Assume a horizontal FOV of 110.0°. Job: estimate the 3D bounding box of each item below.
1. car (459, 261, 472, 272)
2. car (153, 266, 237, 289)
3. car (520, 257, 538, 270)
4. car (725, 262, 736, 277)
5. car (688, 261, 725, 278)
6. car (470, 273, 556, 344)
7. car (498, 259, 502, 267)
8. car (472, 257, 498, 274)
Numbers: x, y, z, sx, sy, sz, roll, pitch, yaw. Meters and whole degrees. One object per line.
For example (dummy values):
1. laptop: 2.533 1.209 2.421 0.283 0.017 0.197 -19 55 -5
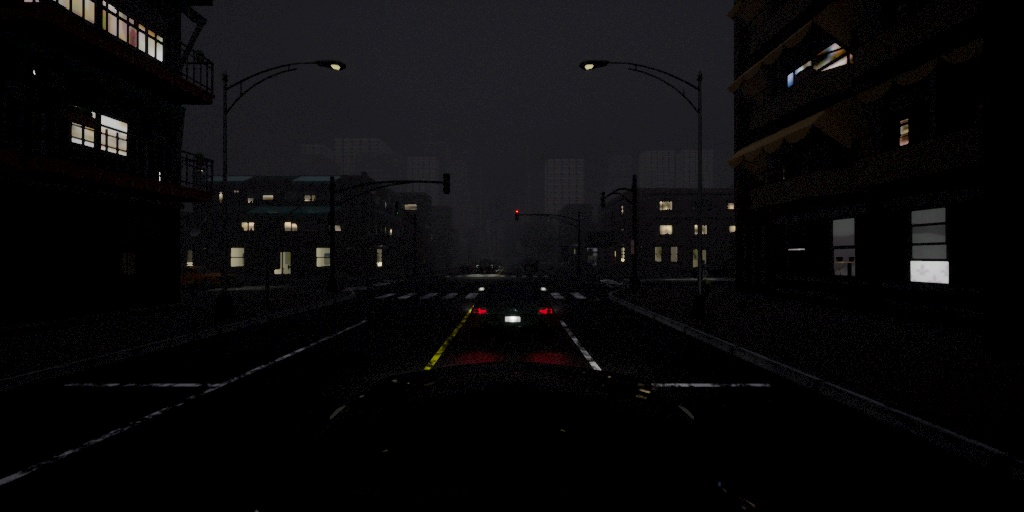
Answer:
1. car: -5.738 1.316 46.525 1.888 1.381 4.507 0 0 0
2. car: -22.106 1.471 25.056 5.008 1.535 1.882 -1 0 0
3. car: 2.735 1.092 52.039 2.192 1.841 5.009 0 0 0
4. car: 20.096 1.002 28.243 4.902 1.511 2.128 -1 0 0
5. car: 17.522 1.113 30.832 4.313 1.339 1.948 0 0 0
6. car: 0.016 1.315 9.647 1.994 1.385 4.181 0 0 0
7. car: -3.047 1.327 54.979 2.033 1.411 5.357 0 0 0
8. car: -3.014 1.118 40.978 2.097 1.767 4.553 0 0 -1
